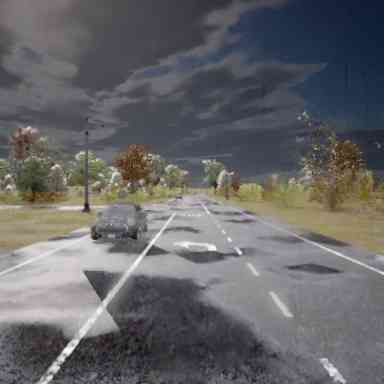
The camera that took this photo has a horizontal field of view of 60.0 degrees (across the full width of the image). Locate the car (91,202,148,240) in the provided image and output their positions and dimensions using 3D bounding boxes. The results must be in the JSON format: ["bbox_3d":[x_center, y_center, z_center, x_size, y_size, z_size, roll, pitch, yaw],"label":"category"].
[{"bbox_3d":[-3.497,1.335,16.734,2.097,1.767,4.553,0,0,0],"label":"car"}]

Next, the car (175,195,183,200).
[{"bbox_3d":[-3.365,1.376,85.962,2.033,1.411,5.357,0,0,0],"label":"car"}]
